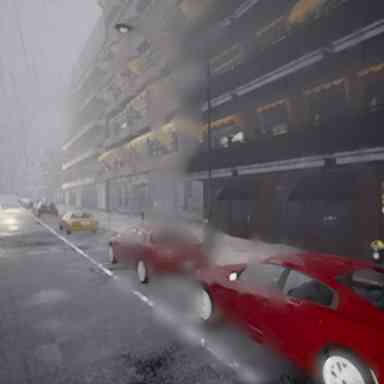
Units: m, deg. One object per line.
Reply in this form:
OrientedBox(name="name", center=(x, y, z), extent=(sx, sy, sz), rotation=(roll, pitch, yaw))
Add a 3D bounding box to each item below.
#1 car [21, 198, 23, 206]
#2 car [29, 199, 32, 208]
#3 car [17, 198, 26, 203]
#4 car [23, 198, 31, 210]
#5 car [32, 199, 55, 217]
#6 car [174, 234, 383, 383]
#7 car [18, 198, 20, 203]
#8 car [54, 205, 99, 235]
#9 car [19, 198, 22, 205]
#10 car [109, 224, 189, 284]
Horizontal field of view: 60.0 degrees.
OrientedBox(name="car", center=(-26.302, 1.942, 54.255), extent=(1.887, 1.381, 4.507), rotation=(1, -1, -29))
OrientedBox(name="car", center=(-17.921, 1.875, 39.453), extent=(1.802, 1.307, 4.206), rotation=(1, -1, -29))
OrientedBox(name="car", center=(-43.063, 2.140, 83.863), extent=(1.887, 1.381, 4.507), rotation=(1, -1, -29))
OrientedBox(name="car", center=(-23.507, 1.803, 49.321), extent=(1.967, 1.590, 4.097), rotation=(1, -1, -29))
OrientedBox(name="car", center=(-15.127, 1.697, 34.518), extent=(1.967, 1.590, 4.097), rotation=(1, -1, -29))
OrientedBox(name="car", center=(1.634, 1.576, 4.907), extent=(1.887, 1.381, 4.507), rotation=(1, -1, -29))
OrientedBox(name="car", center=(-31.889, 2.015, 64.125), extent=(2.008, 1.369, 4.403), rotation=(1, -1, -29))
OrientedBox(name="car", center=(-6.830, 1.674, 19.860), extent=(1.752, 1.417, 4.829), rotation=(1, -1, -29))
OrientedBox(name="car", center=(-29.096, 1.982, 59.190), extent=(2.008, 1.369, 4.403), rotation=(1, -1, -29))
OrientedBox(name="car", center=(-1.160, 1.615, 9.841), extent=(1.887, 1.381, 4.507), rotation=(1, -1, -29))
